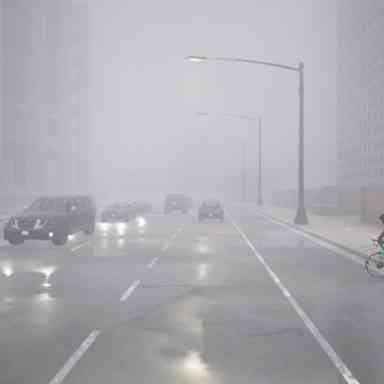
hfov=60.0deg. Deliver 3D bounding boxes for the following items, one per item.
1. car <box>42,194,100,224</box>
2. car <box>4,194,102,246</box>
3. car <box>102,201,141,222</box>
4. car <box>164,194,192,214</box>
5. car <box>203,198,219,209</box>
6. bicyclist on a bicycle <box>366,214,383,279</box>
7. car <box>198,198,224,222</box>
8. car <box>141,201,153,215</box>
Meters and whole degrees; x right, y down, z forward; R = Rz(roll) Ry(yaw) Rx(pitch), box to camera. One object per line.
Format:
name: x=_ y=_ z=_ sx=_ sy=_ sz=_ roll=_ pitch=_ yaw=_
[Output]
car: x=-9.147 y=1.197 z=25.770 sx=2.150 sy=2.045 sz=5.566 roll=0 pitch=0 yaw=3
car: x=-6.309 y=1.202 z=15.625 sx=2.150 sy=2.045 sz=5.566 roll=0 pitch=1 yaw=3
car: x=-5.619 y=1.540 z=26.090 sx=1.994 sy=1.385 sz=4.181 roll=0 pitch=0 yaw=3
car: x=-1.564 y=1.193 z=34.828 sx=2.150 sy=2.045 sz=5.566 roll=0 pitch=0 yaw=3
car: x=2.541 y=1.524 z=44.721 sx=1.994 sy=1.385 sz=4.181 roll=0 pitch=0 yaw=3
bicyclist on a bicycle: x=5.192 y=1.358 z=8.487 sx=1.656 sy=1.620 sz=0.582 roll=-9 pitch=0 yaw=3
car: x=1.505 y=1.468 z=26.325 sx=2.128 sy=1.511 sz=4.902 roll=0 pitch=0 yaw=3
car: x=-5.257 y=1.570 z=33.329 sx=1.895 sy=1.301 sz=4.718 roll=0 pitch=0 yaw=4
